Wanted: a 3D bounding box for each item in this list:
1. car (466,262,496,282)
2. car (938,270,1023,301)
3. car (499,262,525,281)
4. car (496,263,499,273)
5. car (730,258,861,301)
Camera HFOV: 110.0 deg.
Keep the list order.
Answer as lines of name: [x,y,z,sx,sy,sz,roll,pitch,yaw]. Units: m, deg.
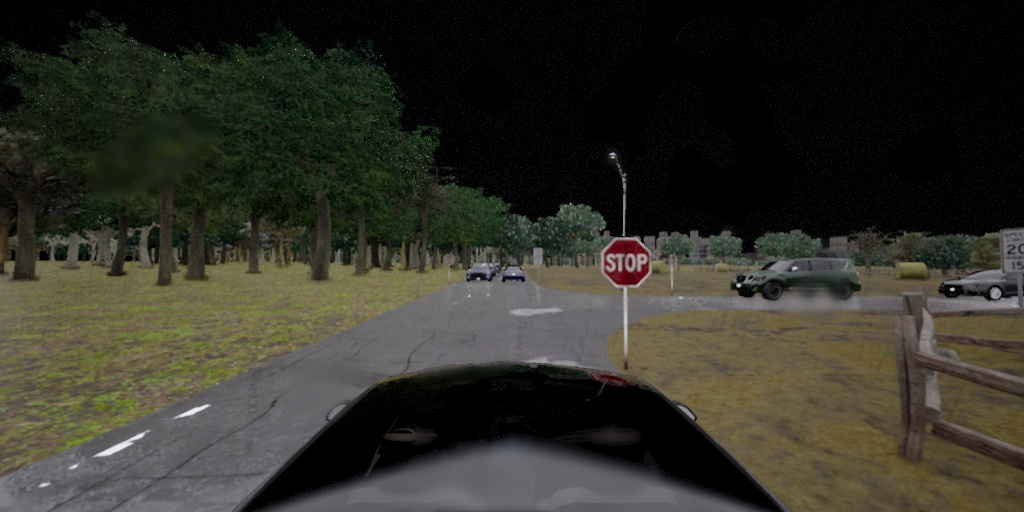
car: [-2.774,1.320,31.498,2.097,1.767,4.553,0,-1,-1]
car: [24.461,1.432,17.987,4.892,1.490,1.837,0,-2,-1]
car: [0.140,1.544,32.693,1.994,1.385,4.181,0,-1,0]
car: [-2.788,1.547,40.804,1.882,1.535,5.008,0,-1,0]
car: [14.086,1.134,17.956,5.566,2.045,2.150,0,-2,-1]
